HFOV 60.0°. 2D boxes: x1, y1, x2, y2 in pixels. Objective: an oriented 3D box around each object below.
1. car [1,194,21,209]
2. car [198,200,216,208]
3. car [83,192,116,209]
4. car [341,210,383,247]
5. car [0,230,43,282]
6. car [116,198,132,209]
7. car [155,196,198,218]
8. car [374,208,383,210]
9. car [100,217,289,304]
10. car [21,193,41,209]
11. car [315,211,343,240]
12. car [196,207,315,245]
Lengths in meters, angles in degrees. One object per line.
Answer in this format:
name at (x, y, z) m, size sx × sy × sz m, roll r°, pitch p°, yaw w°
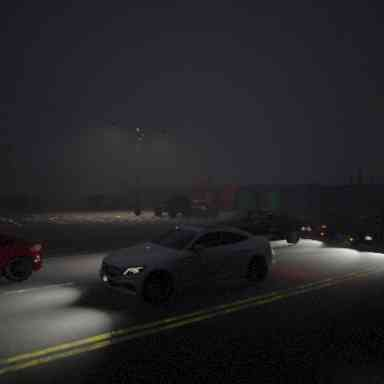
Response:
car at (-27.740, 1.389, 50.570) m, size 1.784 × 1.438 × 3.905 m, roll 0°, pitch 0°, yaw -37°
car at (0.703, 1.515, 31.223) m, size 1.970 × 1.475 × 3.806 m, roll 0°, pitch 0°, yaw -37°
car at (-12.146, 1.243, 43.501) m, size 1.932 × 1.855 × 4.605 m, roll 0°, pitch 0°, yaw -37°
car at (8.628, 1.667, 14.354) m, size 4.181 × 1.385 × 1.994 m, roll 0°, pitch 0°, yaw -35°
car at (-5.998, 1.559, 8.280) m, size 4.181 × 1.385 × 1.994 m, roll 1°, pitch 0°, yaw -34°
car at (-9.791, 1.474, 45.186) m, size 1.784 × 1.438 × 3.905 m, roll 0°, pitch 0°, yaw -37°
car at (-1.619, 1.256, 29.496) m, size 1.905 × 1.878 × 3.866 m, roll 0°, pitch 0°, yaw -37°
car at (12.272, 1.714, 21.175) m, size 4.181 × 1.385 × 1.994 m, roll 0°, pitch 0°, yaw -35°
car at (0.092, 1.556, 8.322) m, size 4.674 × 1.442 × 1.812 m, roll 1°, pitch 0°, yaw -35°
car at (-25.622, 1.197, 52.221) m, size 1.932 × 1.855 × 4.605 m, roll 0°, pitch 0°, yaw -37°
car at (7.482, 1.717, 17.772) m, size 4.181 × 1.385 × 1.994 m, roll 0°, pitch 0°, yaw -35°
car at (2.878, 1.563, 14.586) m, size 4.902 × 1.511 × 2.128 m, roll 1°, pitch 0°, yaw -35°
